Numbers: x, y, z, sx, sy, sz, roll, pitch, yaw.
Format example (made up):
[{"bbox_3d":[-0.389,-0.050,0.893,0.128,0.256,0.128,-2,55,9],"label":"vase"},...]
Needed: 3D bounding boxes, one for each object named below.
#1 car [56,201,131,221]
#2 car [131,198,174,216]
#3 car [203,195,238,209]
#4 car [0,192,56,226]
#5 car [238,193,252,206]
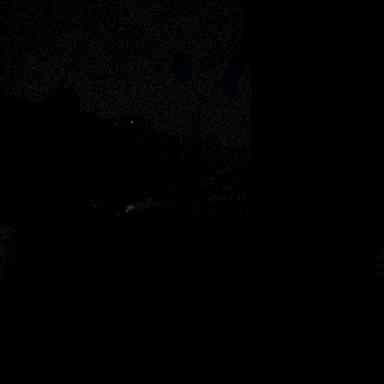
[{"bbox_3d":[-6.805,1.295,23.465,2.008,1.369,4.403,0,0,35],"label":"car"},{"bbox_3d":[-3.437,1.224,28.240,1.752,1.417,4.829,0,0,35],"label":"car"},{"bbox_3d":[3.006,1.056,37.375,1.967,1.590,4.097,0,0,35],"label":"car"},{"bbox_3d":[-11.285,1.022,21.704,2.150,2.045,5.566,-1,0,35],"label":"car"},{"bbox_3d":[6.278,1.158,42.012,1.802,1.307,4.206,0,0,35],"label":"car"}]
